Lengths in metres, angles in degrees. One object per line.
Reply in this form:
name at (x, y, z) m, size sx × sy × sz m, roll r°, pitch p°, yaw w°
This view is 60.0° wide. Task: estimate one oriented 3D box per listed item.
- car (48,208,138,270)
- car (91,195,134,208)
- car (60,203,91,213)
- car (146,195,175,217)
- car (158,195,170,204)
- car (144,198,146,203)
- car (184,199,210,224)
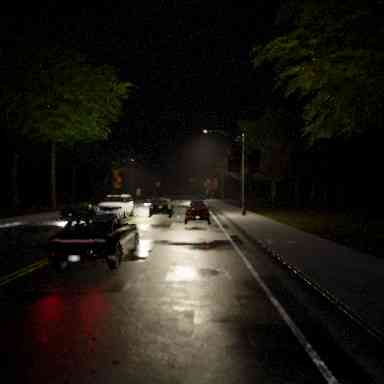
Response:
car at (-3.018, 1.497, 11.031) m, size 2.128 × 1.511 × 4.902 m, roll 0°, pitch 0°, yaw 1°
car at (-6.256, 1.242, 27.645) m, size 2.150 × 2.045 × 5.566 m, roll 0°, pitch 0°, yaw 1°
car at (-9.500, 1.581, 27.951) m, size 1.994 × 1.385 × 4.181 m, roll 0°, pitch 0°, yaw 1°
car at (-2.760, 1.374, 31.279) m, size 2.097 × 1.767 × 4.553 m, roll 0°, pitch 0°, yaw 1°
car at (-5.647, 1.418, 67.963) m, size 2.097 × 1.767 × 4.553 m, roll 0°, pitch 0°, yaw 1°
car at (-8.870, 1.584, 69.749) m, size 2.128 × 1.511 × 4.902 m, roll 0°, pitch 0°, yaw 1°
car at (0.410, 1.541, 24.958) m, size 1.812 × 1.442 × 4.674 m, roll 0°, pitch 0°, yaw 1°
